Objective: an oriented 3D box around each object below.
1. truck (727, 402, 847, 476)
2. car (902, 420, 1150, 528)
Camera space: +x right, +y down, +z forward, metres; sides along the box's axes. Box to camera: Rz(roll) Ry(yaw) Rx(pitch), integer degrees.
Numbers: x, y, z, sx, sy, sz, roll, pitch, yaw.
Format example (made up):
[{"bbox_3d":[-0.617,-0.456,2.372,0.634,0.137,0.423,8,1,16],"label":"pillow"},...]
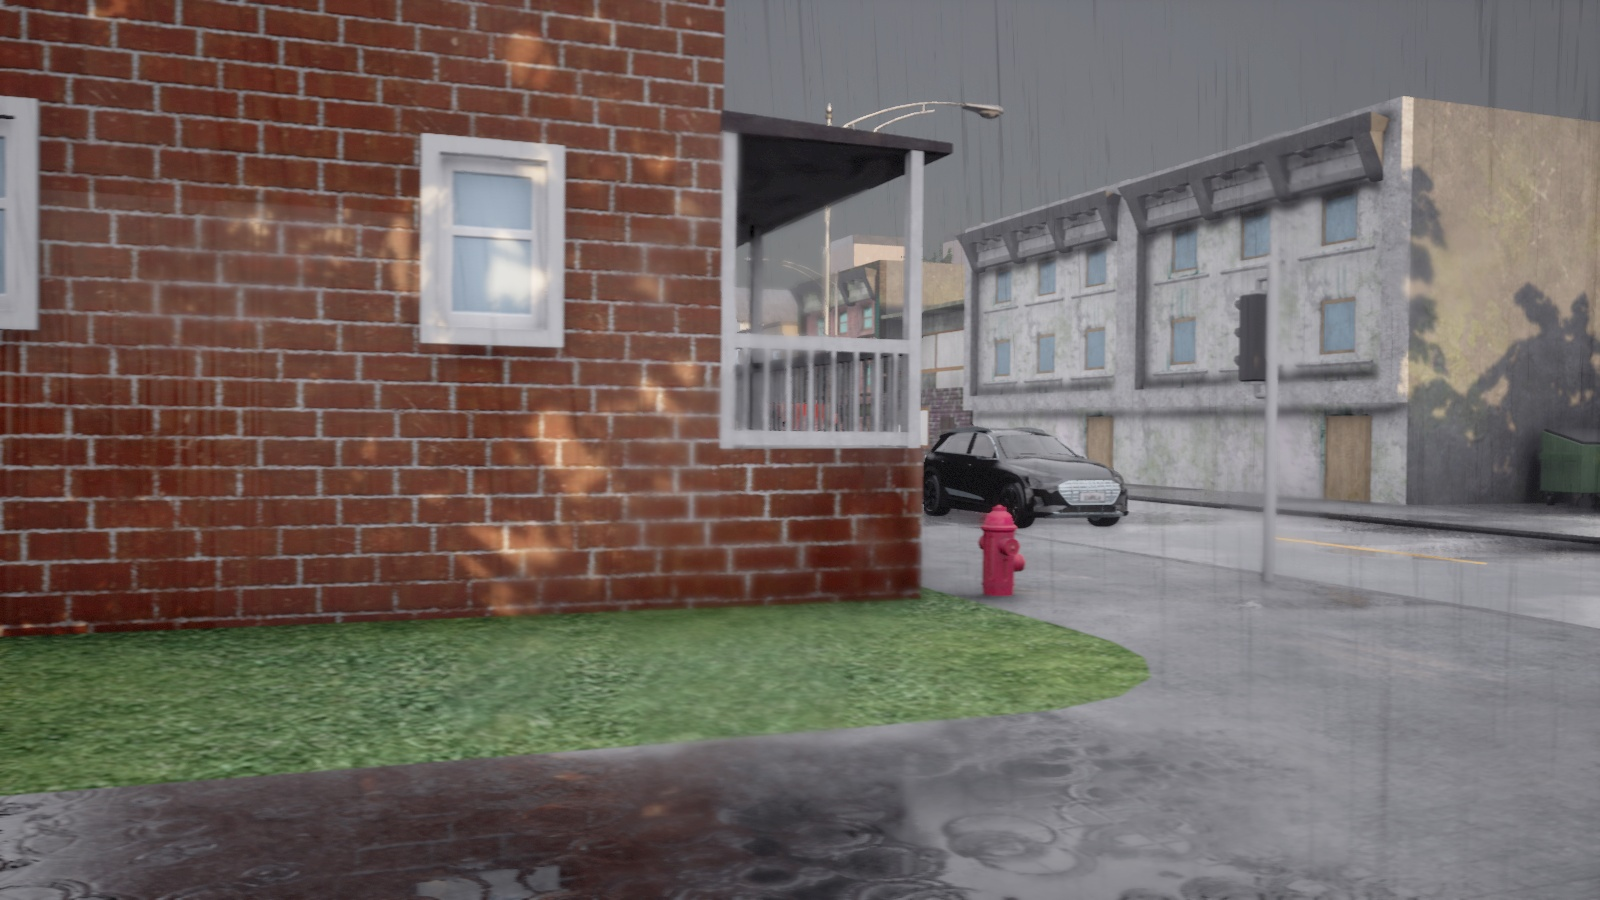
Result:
[{"bbox_3d":[-0.557,-0.415,44.895,2.627,2.467,5.204,-1,1,-20],"label":"truck"},{"bbox_3d":[3.745,0.330,21.852,2.033,1.649,4.856,-1,1,-20],"label":"car"}]
